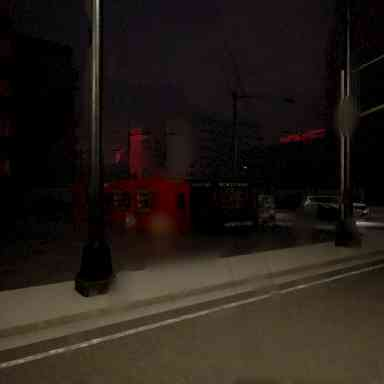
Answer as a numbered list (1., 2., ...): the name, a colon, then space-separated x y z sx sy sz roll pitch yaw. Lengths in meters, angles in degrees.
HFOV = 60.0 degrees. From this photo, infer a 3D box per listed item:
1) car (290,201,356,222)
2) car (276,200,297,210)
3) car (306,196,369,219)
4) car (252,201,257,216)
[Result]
1. car: 10.585 1.667 27.047 1.994 1.385 4.181 0 -1 -36
2. car: 13.658 1.811 46.999 1.812 1.442 4.674 0 -1 -36
3. car: 12.805 1.338 29.956 2.150 2.045 5.566 0 -1 -36
4. car: 5.017 1.694 34.738 1.882 1.535 5.008 0 -1 -36
